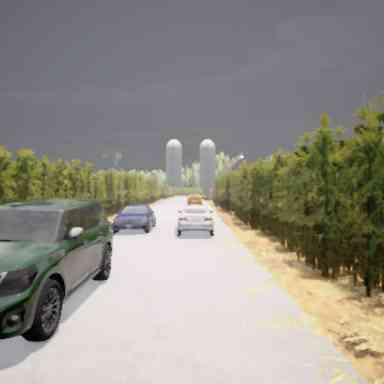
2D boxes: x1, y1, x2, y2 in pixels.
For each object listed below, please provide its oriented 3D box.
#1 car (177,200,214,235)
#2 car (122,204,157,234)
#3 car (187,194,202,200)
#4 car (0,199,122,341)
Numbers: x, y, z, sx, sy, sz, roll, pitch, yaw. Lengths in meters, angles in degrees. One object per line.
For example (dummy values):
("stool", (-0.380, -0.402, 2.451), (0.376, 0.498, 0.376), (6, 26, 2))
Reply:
("car", (0.187, 1.418, 17.949), (1.812, 1.442, 4.674), (0, 1, 0))
("car", (-3.089, 1.403, 18.760), (1.812, 1.442, 4.674), (0, 1, 1))
("car", (0.319, 0.989, 43.011), (1.882, 1.535, 5.008), (0, 0, 0))
("car", (-3.172, 1.192, 6.803), (2.150, 2.045, 5.566), (0, 0, 0))
